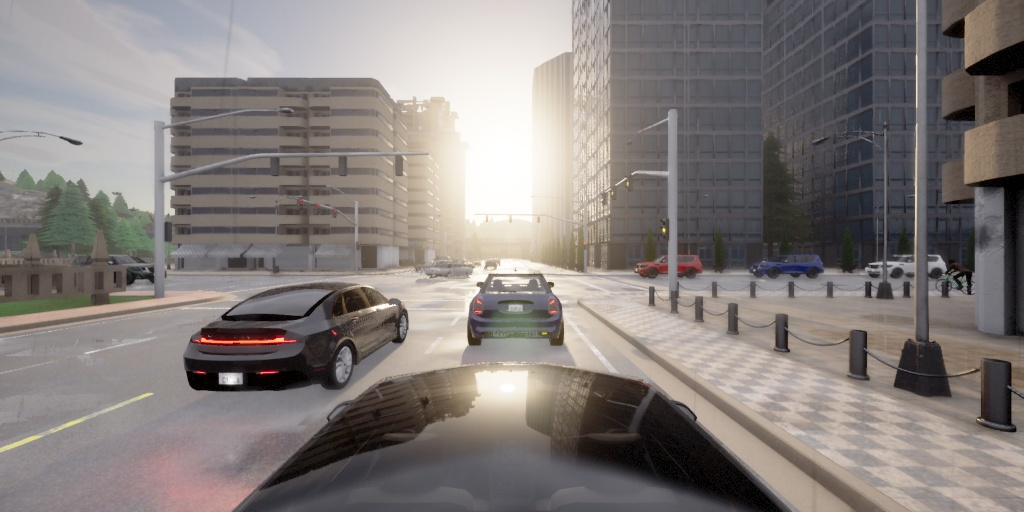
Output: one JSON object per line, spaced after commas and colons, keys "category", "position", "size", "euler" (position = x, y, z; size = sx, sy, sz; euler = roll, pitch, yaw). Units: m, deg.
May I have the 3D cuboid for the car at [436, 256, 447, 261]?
{"category": "car", "position": [-10.521, 0.971, 54.305], "size": [2.150, 2.045, 5.566], "euler": [0, 0, 0]}

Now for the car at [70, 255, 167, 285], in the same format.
{"category": "car", "position": [-27.311, 0.916, 24.866], "size": [5.566, 2.045, 2.150], "euler": [0, 0, 3]}

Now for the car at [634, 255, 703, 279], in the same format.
{"category": "car", "position": [13.714, 0.916, 31.515], "size": [5.566, 2.045, 2.150], "euler": [0, 0, 0]}

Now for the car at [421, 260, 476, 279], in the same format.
{"category": "car", "position": [-5.497, 1.309, 31.872], "size": [1.895, 1.301, 4.718], "euler": [0, 0, 29]}

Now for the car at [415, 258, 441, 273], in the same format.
{"category": "car", "position": [-10.578, 1.276, 44.599], "size": [1.812, 1.442, 4.674], "euler": [0, 0, 1]}

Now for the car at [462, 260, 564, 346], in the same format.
{"category": "car", "position": [0.092, 1.102, 9.585], "size": [2.097, 1.767, 4.553], "euler": [0, 0, 0]}

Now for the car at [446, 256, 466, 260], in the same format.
{"category": "car", "position": [-7.033, 1.102, 48.181], "size": [2.097, 1.767, 4.553], "euler": [0, 0, 0]}

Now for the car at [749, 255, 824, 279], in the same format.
{"category": "car", "position": [24.034, 0.916, 31.442], "size": [5.566, 2.045, 2.150], "euler": [0, 0, 1]}

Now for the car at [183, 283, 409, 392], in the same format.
{"category": "car", "position": [-3.425, 1.255, 6.814], "size": [1.837, 1.490, 4.892], "euler": [0, 0, 0]}

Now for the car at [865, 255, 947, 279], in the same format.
{"category": "car", "position": [34.396, 0.916, 31.372], "size": [5.566, 2.045, 2.150], "euler": [0, 0, 0]}

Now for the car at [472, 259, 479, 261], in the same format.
{"category": "car", "position": [-7.006, 1.297, 57.652], "size": [2.033, 1.411, 5.357], "euler": [0, 0, 0]}

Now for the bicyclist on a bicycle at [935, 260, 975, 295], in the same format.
{"category": "bicyclist on a bicycle", "position": [21.022, 0.996, 16.981], "size": [0.582, 1.620, 1.656], "euler": [0, 0, 0]}

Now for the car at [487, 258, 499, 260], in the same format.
{"category": "car", "position": [-3.327, 1.254, 57.768], "size": [1.837, 1.490, 4.892], "euler": [0, 0, 0]}
